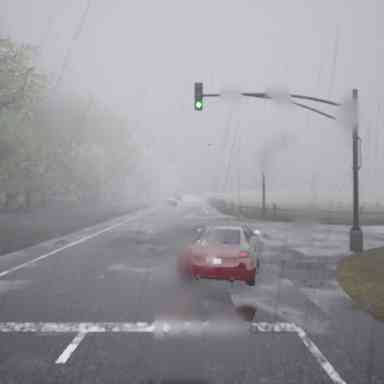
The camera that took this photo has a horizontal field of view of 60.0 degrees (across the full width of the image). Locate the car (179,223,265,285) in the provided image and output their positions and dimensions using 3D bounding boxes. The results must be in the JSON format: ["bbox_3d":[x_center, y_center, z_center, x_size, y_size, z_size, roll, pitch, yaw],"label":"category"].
[{"bbox_3d":[1.018,1.594,9.776,1.994,1.385,4.181,0,0,14],"label":"car"}]

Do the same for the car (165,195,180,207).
[{"bbox_3d":[-3.416,1.678,55.700,1.812,1.442,4.674,0,0,0],"label":"car"}]

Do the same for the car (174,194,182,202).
[{"bbox_3d":[-3.503,1.442,81.372,2.150,2.045,5.566,0,0,0],"label":"car"}]
